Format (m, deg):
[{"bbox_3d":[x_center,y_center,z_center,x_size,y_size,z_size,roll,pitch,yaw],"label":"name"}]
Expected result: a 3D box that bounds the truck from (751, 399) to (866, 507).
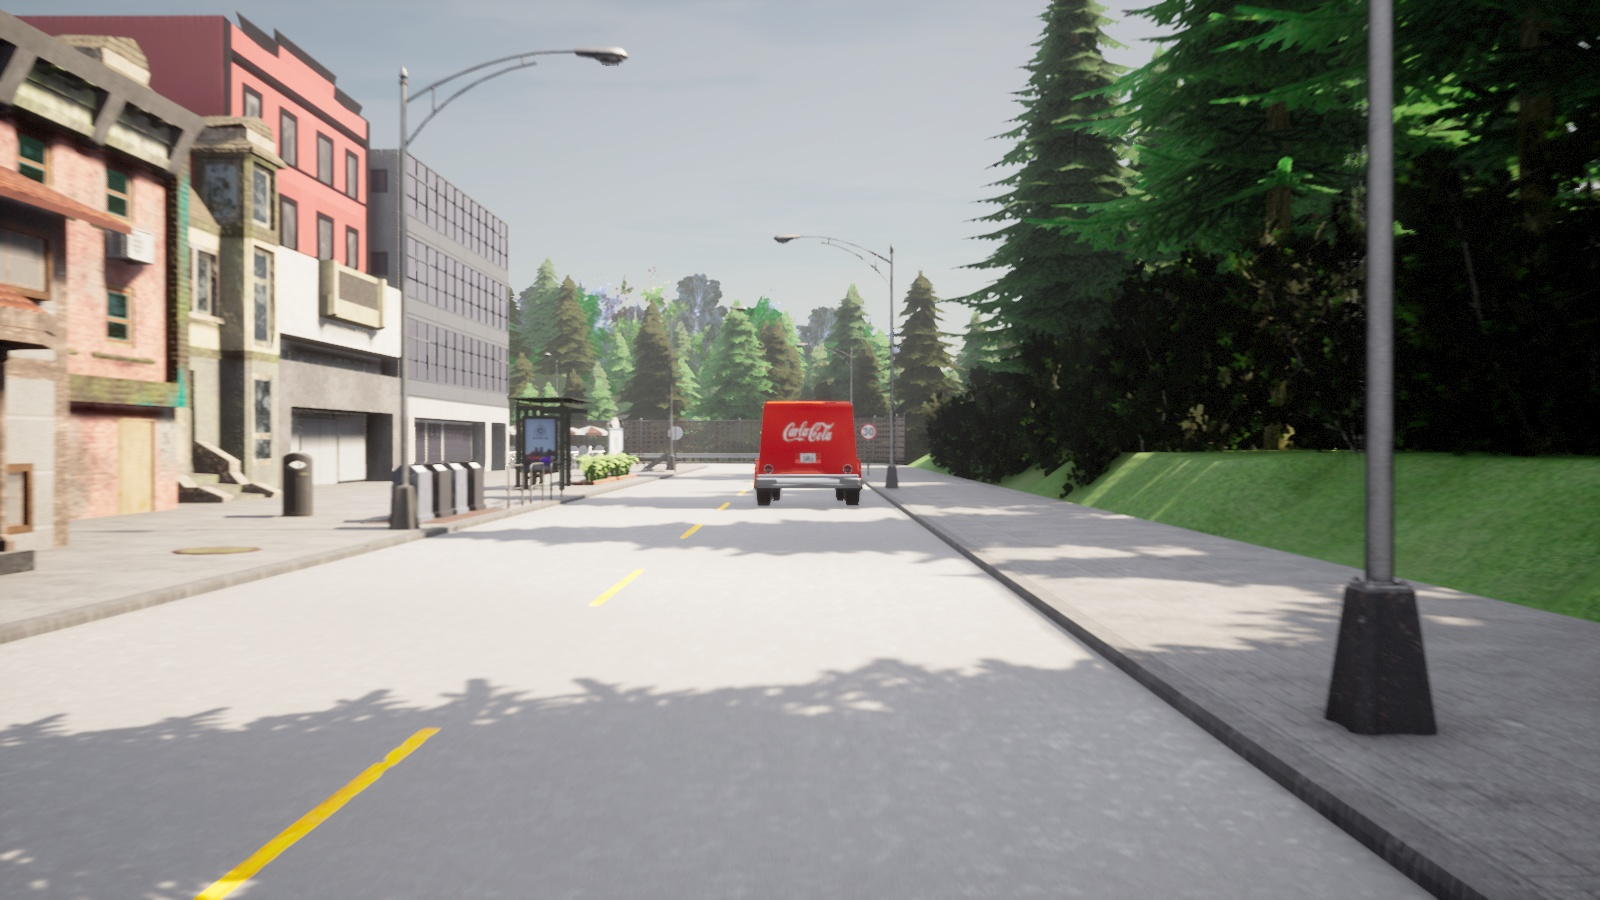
[{"bbox_3d":[0.204,0.079,31.393,2.627,2.467,5.204,0,0,0],"label":"truck"}]
